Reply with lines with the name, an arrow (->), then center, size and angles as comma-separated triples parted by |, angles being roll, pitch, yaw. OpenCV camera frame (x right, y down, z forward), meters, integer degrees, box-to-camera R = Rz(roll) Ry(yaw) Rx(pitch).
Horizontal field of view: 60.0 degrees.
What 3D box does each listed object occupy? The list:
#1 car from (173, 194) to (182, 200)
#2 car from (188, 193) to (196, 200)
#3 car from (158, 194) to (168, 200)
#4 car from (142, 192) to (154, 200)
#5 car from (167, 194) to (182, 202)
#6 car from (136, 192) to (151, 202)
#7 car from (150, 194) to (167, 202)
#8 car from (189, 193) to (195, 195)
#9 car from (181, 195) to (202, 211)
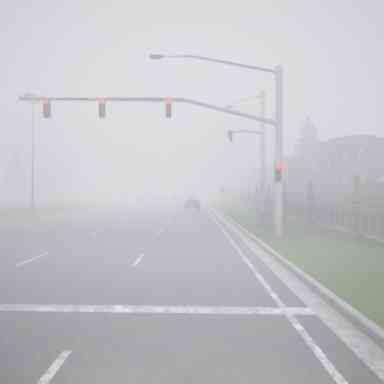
car -> -3.402, 1.142, 79.136 | 1.895, 1.301, 4.718 | 0, 0, 0
car -> 0.098, 1.071, 79.101 | 1.812, 1.442, 4.674 | 0, 0, 0
car -> -6.902, 1.099, 79.110 | 1.994, 1.385, 4.181 | 0, 0, 0
car -> -10.402, 0.902, 79.084 | 2.097, 1.767, 4.553 | 0, 0, 0
car -> -3.415, 1.244, 68.686 | 2.128, 1.511, 4.902 | 0, 0, 0
car -> -10.415, 1.294, 69.078 | 1.994, 1.385, 4.181 | 0, 0, 0
car -> -6.915, 1.229, 68.690 | 1.882, 1.535, 5.008 | 0, 0, 0
car -> 0.085, 1.300, 68.682 | 2.033, 1.411, 5.357 | 0, 0, 0
car -> 0.047, 1.366, 38.069 | 1.837, 1.490, 4.892 | 0, 0, 0
